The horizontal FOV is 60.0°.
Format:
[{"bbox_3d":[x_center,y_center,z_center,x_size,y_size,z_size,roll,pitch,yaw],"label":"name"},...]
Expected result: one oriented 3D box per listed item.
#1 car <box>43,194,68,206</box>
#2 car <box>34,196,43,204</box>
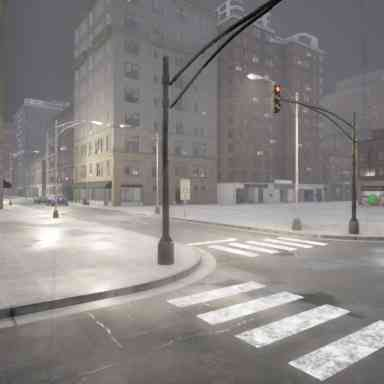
[{"bbox_3d":[-19.612,1.119,48.219,2.097,1.767,4.553,0,0,-36],"label":"car"},{"bbox_3d":[-25.409,1.288,56.331,1.994,1.385,4.181,0,0,-36],"label":"car"}]
